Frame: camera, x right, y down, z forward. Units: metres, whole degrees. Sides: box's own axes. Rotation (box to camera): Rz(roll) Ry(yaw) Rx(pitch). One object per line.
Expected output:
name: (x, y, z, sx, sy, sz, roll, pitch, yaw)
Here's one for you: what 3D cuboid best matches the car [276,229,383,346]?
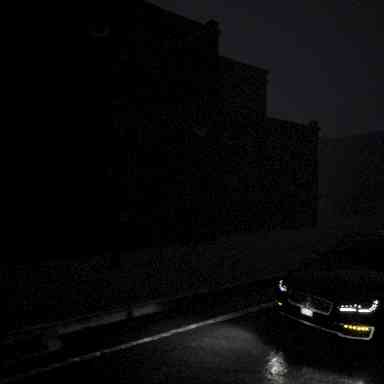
car: (3.664, 1.520, 6.291, 4.892, 1.490, 1.837, 0, 0, -35)
